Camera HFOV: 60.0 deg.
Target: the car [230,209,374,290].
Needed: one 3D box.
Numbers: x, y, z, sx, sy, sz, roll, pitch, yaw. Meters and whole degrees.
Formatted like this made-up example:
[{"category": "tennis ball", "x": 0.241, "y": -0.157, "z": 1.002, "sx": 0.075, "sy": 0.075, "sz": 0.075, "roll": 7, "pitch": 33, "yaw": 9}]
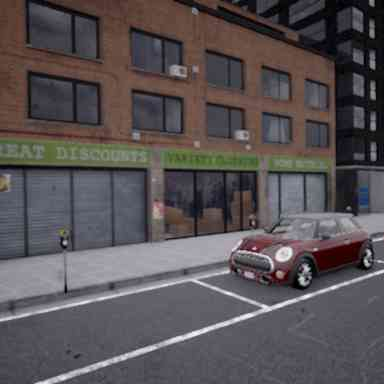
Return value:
[{"category": "car", "x": 2.895, "y": 1.303, "z": 8.637, "sx": 4.097, "sy": 1.590, "sz": 1.967, "roll": -1, "pitch": 1, "yaw": -36}]
